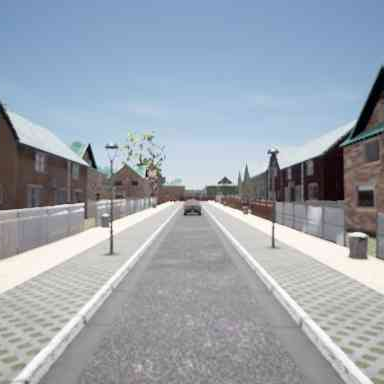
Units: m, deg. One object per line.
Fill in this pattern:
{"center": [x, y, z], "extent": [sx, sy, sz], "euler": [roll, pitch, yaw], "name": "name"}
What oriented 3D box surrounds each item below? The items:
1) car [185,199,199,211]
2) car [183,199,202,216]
{"center": [0.042, 1.780, 46.341], "extent": [1.882, 1.535, 5.008], "euler": [0, 0, 0], "name": "car"}
{"center": [0.061, 1.743, 36.274], "extent": [1.837, 1.490, 4.892], "euler": [0, 0, 0], "name": "car"}
